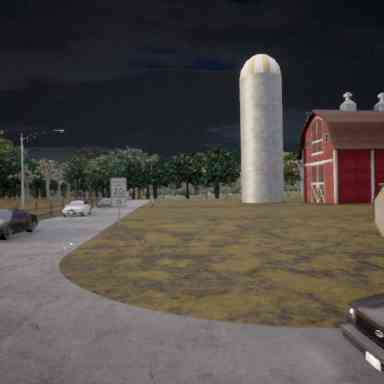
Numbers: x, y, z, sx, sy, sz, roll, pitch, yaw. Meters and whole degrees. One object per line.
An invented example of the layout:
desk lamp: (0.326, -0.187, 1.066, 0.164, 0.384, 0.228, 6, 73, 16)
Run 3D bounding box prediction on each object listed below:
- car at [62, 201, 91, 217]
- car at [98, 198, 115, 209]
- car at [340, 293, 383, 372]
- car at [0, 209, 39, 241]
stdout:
car: (-11.035, 1.591, 32.097, 1.812, 1.442, 4.674, -1, 0, -5)
car: (-12.497, 1.635, 48.740, 1.837, 1.490, 4.892, -1, -1, -5)
car: (4.734, 1.541, 3.941, 5.357, 1.411, 2.033, 0, 0, -3)
car: (-9.662, 1.599, 17.126, 2.033, 1.411, 5.357, -1, 0, -5)
